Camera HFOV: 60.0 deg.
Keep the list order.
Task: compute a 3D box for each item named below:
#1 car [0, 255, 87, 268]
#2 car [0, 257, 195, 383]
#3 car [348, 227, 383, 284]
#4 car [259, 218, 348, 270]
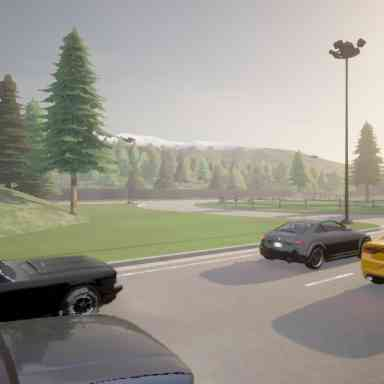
[{"bbox_3d":[-3.613,1.601,5.470,4.718,1.301,1.895,0,0,-36],"label":"car"},{"bbox_3d":[-2.498,1.548,1.963,5.357,1.411,2.033,0,0,-36],"label":"car"},{"bbox_3d":[6.219,1.478,8.289,5.008,1.535,1.882,0,0,-35],"label":"car"},{"bbox_3d":[4.239,1.564,11.177,4.181,1.385,1.994,0,0,-35],"label":"car"}]
